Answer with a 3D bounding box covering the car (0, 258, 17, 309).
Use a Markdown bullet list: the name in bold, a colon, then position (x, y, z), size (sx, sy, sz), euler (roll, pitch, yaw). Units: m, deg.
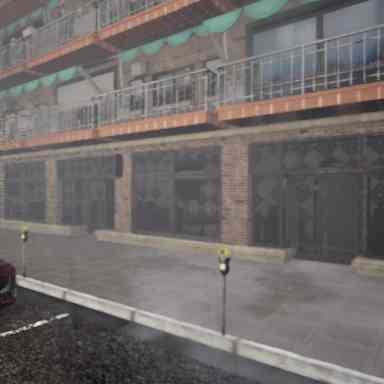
- **car**: position (-5.128, 1.564, 6.523), size (4.313, 1.339, 1.947), euler (0, 0, 35)
